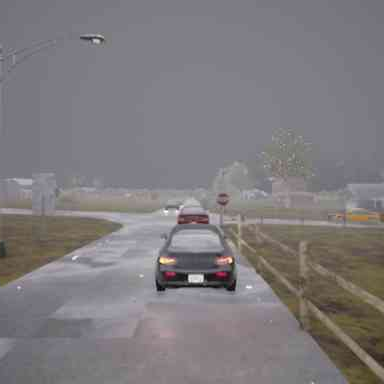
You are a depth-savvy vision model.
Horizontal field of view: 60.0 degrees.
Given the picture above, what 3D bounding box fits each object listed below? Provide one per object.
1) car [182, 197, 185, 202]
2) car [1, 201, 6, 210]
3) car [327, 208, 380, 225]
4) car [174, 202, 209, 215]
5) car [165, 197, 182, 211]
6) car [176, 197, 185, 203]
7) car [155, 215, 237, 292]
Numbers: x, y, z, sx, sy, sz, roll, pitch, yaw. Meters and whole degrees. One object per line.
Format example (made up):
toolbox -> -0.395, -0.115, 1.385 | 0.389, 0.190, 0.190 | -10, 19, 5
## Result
car -> -2.751, 1.999, 66.695 | 1.837, 1.490, 4.892 | 0, -1, 0
car -> -19.788, 0.993, 30.683 | 4.902, 1.511, 2.128 | 2, 0, 0
car -> 16.278, 2.397, 33.661 | 5.008, 1.535, 1.882 | 2, 0, 0
car -> 0.085, 1.621, 21.234 | 1.882, 1.535, 5.008 | 0, 0, 0
car -> -2.824, 1.820, 47.842 | 1.882, 1.535, 5.008 | 0, 0, 0
car -> -2.735, 2.024, 81.255 | 1.994, 1.385, 4.181 | 0, 0, 0
car -> 0.093, 1.581, 8.966 | 1.812, 1.442, 4.674 | 0, 0, 0
